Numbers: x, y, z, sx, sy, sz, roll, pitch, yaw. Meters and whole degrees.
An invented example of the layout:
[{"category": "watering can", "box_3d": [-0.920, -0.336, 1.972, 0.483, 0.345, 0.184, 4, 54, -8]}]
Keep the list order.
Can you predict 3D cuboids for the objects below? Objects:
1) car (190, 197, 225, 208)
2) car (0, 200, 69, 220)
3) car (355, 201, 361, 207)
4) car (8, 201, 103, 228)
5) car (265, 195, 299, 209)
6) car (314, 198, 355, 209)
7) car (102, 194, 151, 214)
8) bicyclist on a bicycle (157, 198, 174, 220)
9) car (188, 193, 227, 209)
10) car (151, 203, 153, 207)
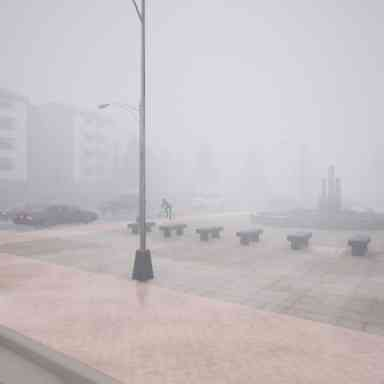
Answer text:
[{"category": "car", "box_3d": [2.336, 1.500, 49.079, 4.892, 1.490, 1.837, 0, 0, -30]}, {"category": "car", "box_3d": [-13.509, 1.544, 27.983, 2.033, 1.411, 5.357, 0, 0, 33]}, {"category": "car", "box_3d": [22.175, 1.599, 48.644, 4.718, 1.301, 1.895, 0, 0, -7]}, {"category": "car", "box_3d": [-8.823, 1.544, 22.054, 2.033, 1.411, 5.357, 0, 0, 33]}, {"category": "car", "box_3d": [12.495, 1.350, 46.096, 4.553, 1.767, 2.097, 0, 0, -22]}, {"category": "car", "box_3d": [18.696, 1.504, 44.327, 4.892, 1.490, 1.837, 0, 0, -14]}, {"category": "car", "box_3d": [-7.505, 1.218, 36.207, 2.150, 2.045, 5.566, 0, 0, 40]}, {"category": "bicyclist on a bicycle", "box_3d": [-1.991, 1.298, 24.799, 1.656, 1.620, 0.582, 0, 0, 33]}, {"category": "car", "box_3d": [2.171, 1.219, 44.854, 5.566, 2.045, 2.150, 0, 0, -33]}, {"category": "car", "box_3d": [-7.317, 1.596, 41.578, 4.718, 1.301, 1.895, 0, 0, -45]}]
